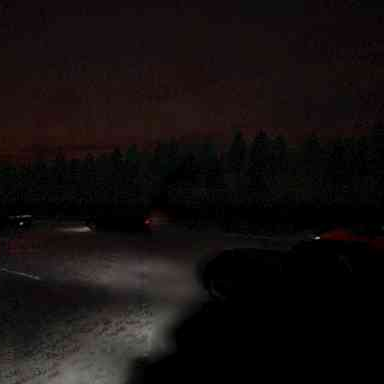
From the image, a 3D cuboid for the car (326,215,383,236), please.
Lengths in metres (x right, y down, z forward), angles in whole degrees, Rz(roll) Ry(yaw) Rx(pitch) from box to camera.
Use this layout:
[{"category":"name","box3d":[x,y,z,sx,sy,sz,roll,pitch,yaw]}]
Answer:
[{"category":"car","box3d":[5.359,1.357,8.767,4.553,1.767,2.097,-1,-1,35]}]

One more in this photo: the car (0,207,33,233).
[{"category":"car","box3d":[-12.162,1.704,21.263,4.902,1.511,2.128,-1,0,35]}]

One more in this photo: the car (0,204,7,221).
[{"category":"car","box3d":[-19.447,1.870,30.758,5.357,1.411,2.033,-1,0,35]}]

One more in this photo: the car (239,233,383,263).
[{"category":"car","box3d":[2.365,1.618,6.605,4.718,1.301,1.895,-1,0,35]}]

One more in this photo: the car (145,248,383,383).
[{"category":"car","box3d":[1.710,1.527,2.772,4.674,1.442,1.812,-1,0,35]}]

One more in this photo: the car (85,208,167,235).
[{"category":"car","box3d":[-4.020,1.688,19.755,5.357,1.411,2.033,-1,0,35]}]
